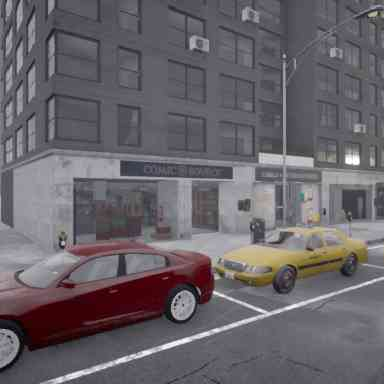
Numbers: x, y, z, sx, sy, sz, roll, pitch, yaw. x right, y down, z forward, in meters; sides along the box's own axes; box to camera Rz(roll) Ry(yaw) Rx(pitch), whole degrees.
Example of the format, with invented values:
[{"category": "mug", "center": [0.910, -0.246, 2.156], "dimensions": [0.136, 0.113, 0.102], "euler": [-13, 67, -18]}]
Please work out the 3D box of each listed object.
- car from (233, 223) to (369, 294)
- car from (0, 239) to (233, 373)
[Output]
[{"category": "car", "center": [2.791, 1.525, 8.768], "dimensions": [4.829, 1.417, 1.752], "euler": [0, 0, -36]}, {"category": "car", "center": [-1.682, 1.545, 5.569], "dimensions": [4.507, 1.381, 1.887], "euler": [0, 0, -36]}]
